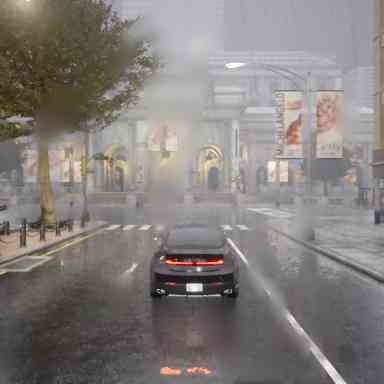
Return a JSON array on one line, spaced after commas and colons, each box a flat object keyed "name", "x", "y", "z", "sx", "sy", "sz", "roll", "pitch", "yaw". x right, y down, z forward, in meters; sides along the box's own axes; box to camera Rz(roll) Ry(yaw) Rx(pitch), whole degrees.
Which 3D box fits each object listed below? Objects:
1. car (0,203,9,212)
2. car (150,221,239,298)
[{"name": "car", "x": -22.759, "y": 1.477, "z": 36.421, "sx": 5.008, "sy": 1.535, "sz": 1.882, "roll": 0, "pitch": 0, "yaw": 0}, {"name": "car", "x": 0.061, "y": 1.505, "z": 8.519, "sx": 1.837, "sy": 1.490, "sz": 4.892, "roll": 0, "pitch": 0, "yaw": 0}]
